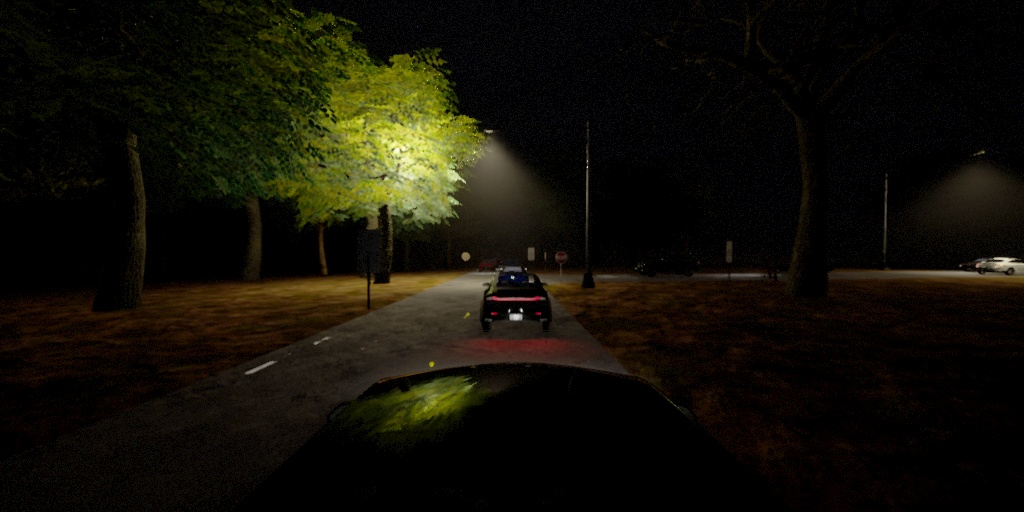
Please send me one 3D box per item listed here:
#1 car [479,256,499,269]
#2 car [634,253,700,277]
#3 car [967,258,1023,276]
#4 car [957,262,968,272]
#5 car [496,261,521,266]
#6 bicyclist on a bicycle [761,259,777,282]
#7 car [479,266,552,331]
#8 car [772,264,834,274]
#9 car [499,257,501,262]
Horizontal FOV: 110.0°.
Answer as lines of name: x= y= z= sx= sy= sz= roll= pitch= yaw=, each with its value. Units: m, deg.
car: x=-3.061 y=1.159 z=45.082 sx=1.882 sy=1.535 sz=5.008 roll=0 pitch=0 yaw=0
car: x=13.981 y=0.757 z=32.415 sx=5.566 sy=2.045 sz=2.150 roll=-1 pitch=1 yaw=1
car: x=42.313 y=0.887 z=30.606 sx=4.674 sy=1.442 sz=1.812 roll=0 pitch=1 yaw=-8
car: x=45.705 y=0.860 z=34.143 sx=5.357 sy=1.411 sz=2.033 roll=0 pitch=1 yaw=-8
car: x=0.103 y=1.302 z=24.963 sx=1.994 sy=1.385 sz=4.181 roll=0 pitch=0 yaw=0
bicyclist on a bicycle: x=18.558 y=1.041 z=25.891 sx=0.582 sy=1.620 sz=1.656 roll=-1 pitch=0 yaw=0
car: x=0.101 y=1.243 z=11.006 sx=2.128 sy=1.511 sz=4.902 roll=0 pitch=0 yaw=0
car: x=26.113 y=0.981 z=32.431 sx=4.718 sy=1.301 sz=1.895 roll=-1 pitch=1 yaw=-2
car: x=-3.063 y=1.174 z=55.372 sx=1.812 sy=1.442 sz=4.674 roll=0 pitch=0 yaw=0
